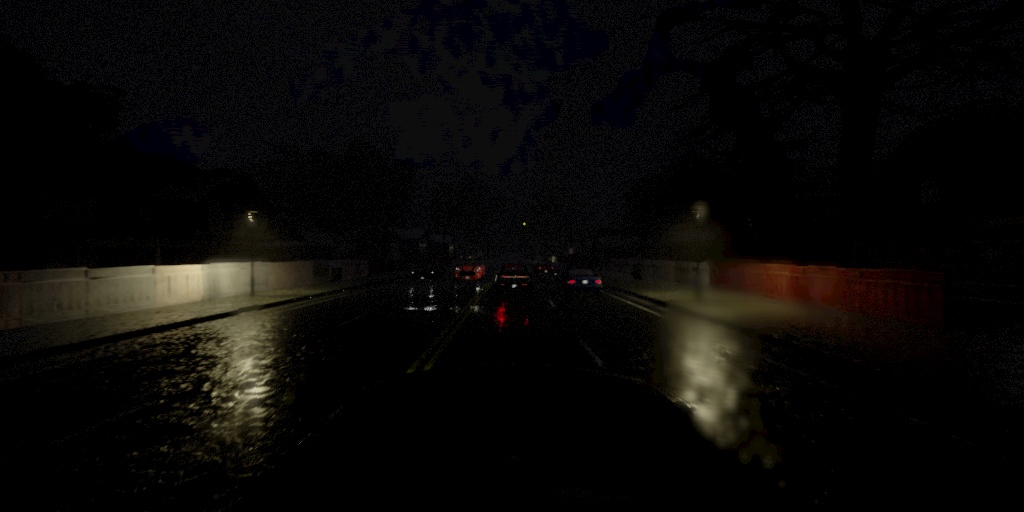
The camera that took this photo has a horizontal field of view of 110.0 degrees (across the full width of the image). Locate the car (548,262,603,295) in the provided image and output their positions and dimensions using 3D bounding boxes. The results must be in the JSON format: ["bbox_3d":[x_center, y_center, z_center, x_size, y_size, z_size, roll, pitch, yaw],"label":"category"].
[{"bbox_3d":[3.359,1.220,18.949,2.033,1.411,5.357,0,0,0],"label":"car"}]

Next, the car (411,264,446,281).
[{"bbox_3d":[-6.491,1.273,28.215,1.895,1.301,4.718,0,0,0],"label":"car"}]

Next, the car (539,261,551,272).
[{"bbox_3d":[3.342,1.188,37.168,1.895,1.301,4.718,0,0,0],"label":"car"}]

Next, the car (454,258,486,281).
[{"bbox_3d":[-3.241,0.985,28.273,2.097,1.767,4.553,0,0,0],"label":"car"}]

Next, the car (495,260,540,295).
[{"bbox_3d":[0.106,1.164,18.929,2.128,1.511,4.902,0,0,0],"label":"car"}]
